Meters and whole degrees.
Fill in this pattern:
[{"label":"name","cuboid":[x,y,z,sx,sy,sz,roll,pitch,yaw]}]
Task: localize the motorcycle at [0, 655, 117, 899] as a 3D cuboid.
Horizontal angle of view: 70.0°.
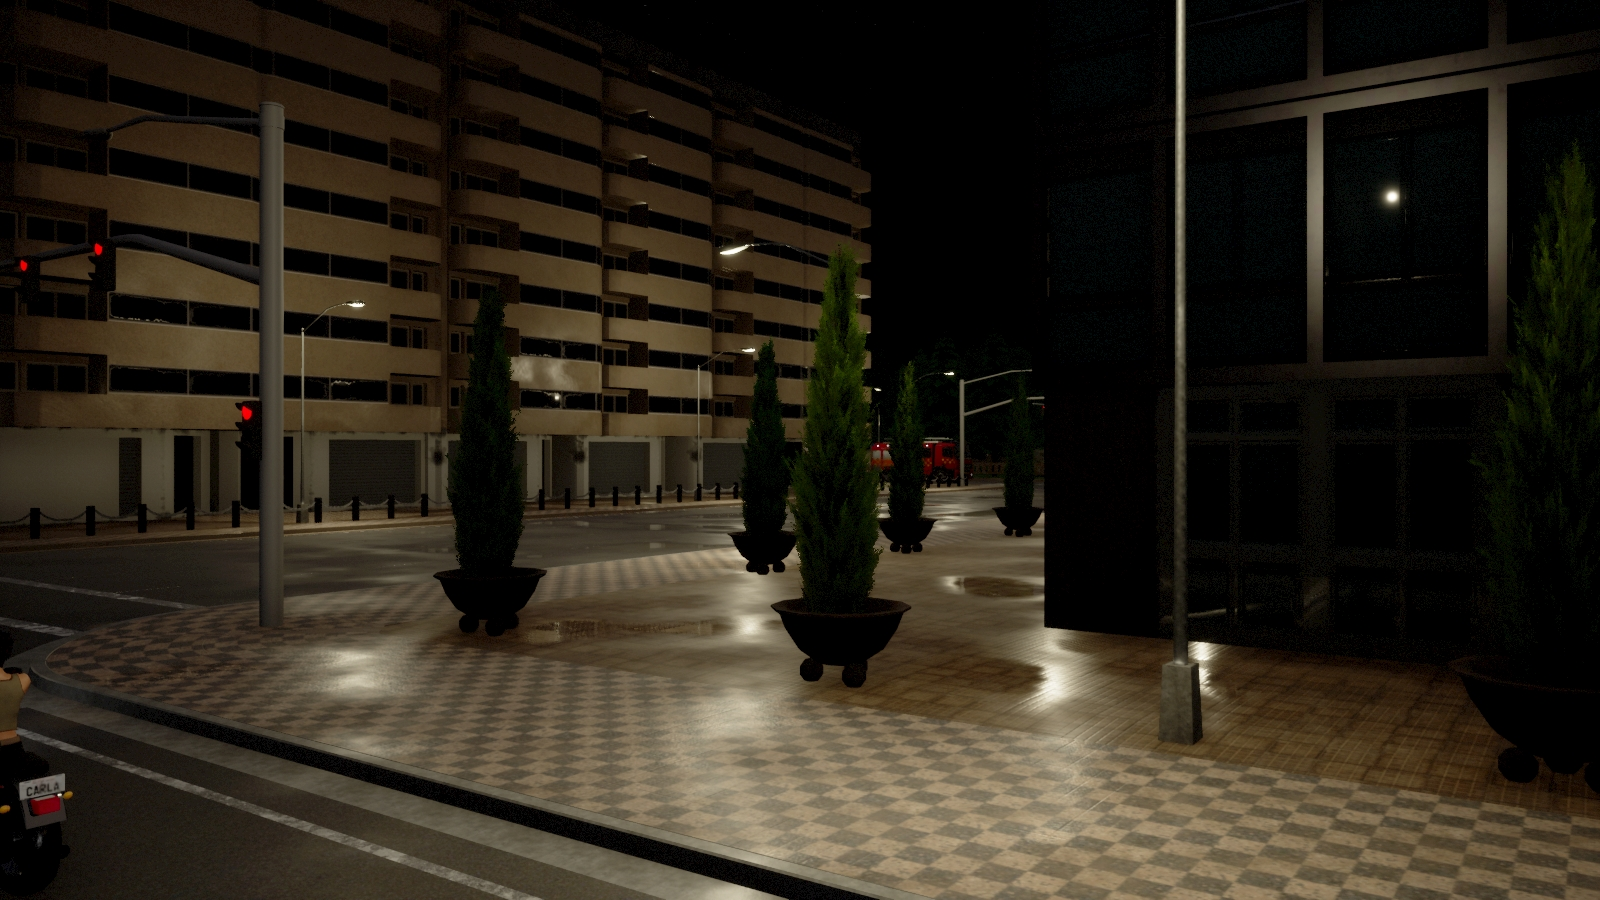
[{"label":"motorcycle","cuboid":[-5.562,2.151,7.682,2.356,1.307,0.764,0,0,35]}]
